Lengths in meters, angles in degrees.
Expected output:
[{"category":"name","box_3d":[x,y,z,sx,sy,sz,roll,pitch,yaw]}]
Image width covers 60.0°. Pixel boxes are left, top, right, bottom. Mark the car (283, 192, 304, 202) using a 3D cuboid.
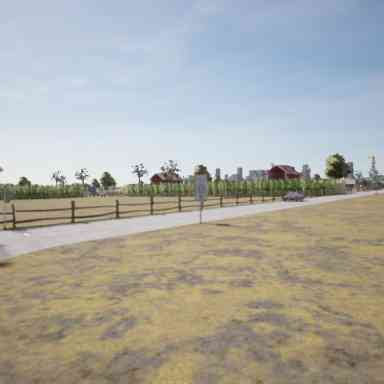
[{"category":"car","box_3d":[15.045,0.697,49.155,1.994,1.385,4.181,0,1,36]}]
